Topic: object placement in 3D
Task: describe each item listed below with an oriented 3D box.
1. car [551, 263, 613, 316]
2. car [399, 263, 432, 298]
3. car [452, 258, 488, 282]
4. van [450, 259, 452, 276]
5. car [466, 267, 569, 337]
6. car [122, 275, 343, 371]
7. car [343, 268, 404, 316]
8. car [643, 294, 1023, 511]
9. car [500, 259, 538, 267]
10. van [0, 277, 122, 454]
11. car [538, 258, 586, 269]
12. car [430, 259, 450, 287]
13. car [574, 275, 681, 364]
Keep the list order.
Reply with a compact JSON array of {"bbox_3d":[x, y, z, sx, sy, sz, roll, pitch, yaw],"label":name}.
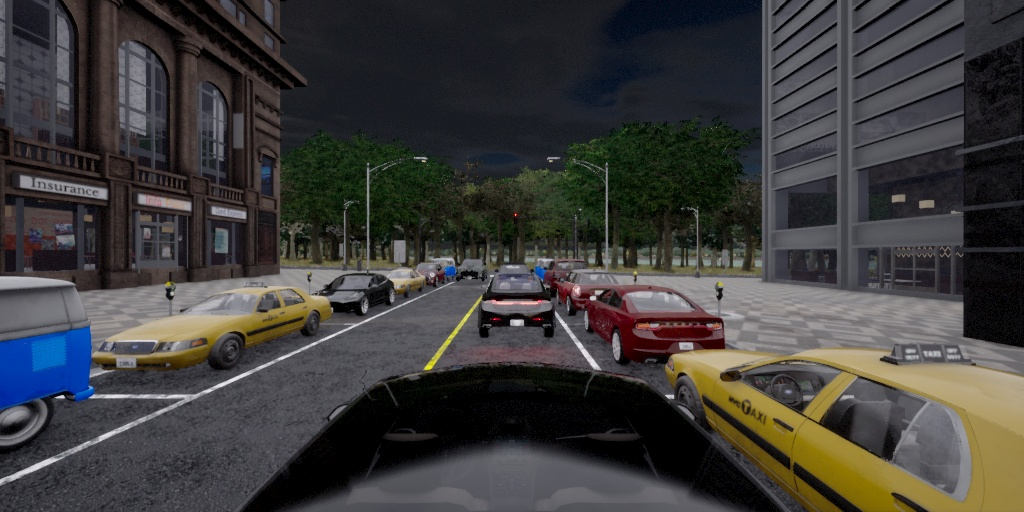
[{"bbox_3d":[2.780,1.190,13.358,1.967,1.591,4.097,0,0,0],"label":"car"},{"bbox_3d":[-5.737,1.277,18.639,1.751,1.417,4.829,0,0,0],"label":"car"},{"bbox_3d":[-2.961,0.914,27.094,2.097,1.767,4.553,0,0,0],"label":"car"},{"bbox_3d":[-5.720,1.094,29.684,1.690,1.789,3.998,0,0,0],"label":"van"},{"bbox_3d":[0.113,1.242,10.235,2.128,1.511,4.902,0,0,0],"label":"car"},{"bbox_3d":[-5.754,1.275,7.764,1.751,1.417,4.829,0,0,0],"label":"car"},{"bbox_3d":[-5.745,1.316,13.371,1.948,1.339,4.313,0,0,0],"label":"car"},{"bbox_3d":[2.763,1.275,2.653,1.751,1.417,4.829,0,0,0],"label":"car"},{"bbox_3d":[0.128,1.103,19.200,2.097,1.767,4.553,0,0,1],"label":"car"},{"bbox_3d":[-5.762,1.091,2.496,1.690,1.789,3.998,0,0,0],"label":"van"},{"bbox_3d":[2.788,1.066,18.795,2.192,1.841,5.009,0,0,0],"label":"car"},{"bbox_3d":[-5.728,1.192,24.246,1.967,1.591,4.097,0,0,0],"label":"car"},{"bbox_3d":[2.771,1.295,7.921,1.888,1.381,4.507,0,0,0],"label":"car"}]
